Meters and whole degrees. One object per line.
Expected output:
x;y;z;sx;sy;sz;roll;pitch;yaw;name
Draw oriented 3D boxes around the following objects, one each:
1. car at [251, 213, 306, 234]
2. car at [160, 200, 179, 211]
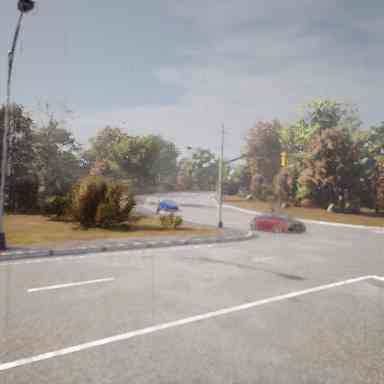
6.060;2.161;23.679;1.994;1.385;4.181;3;-2;-28;car
-3.191;1.855;46.589;1.882;1.535;5.008;2;1;-16;car
